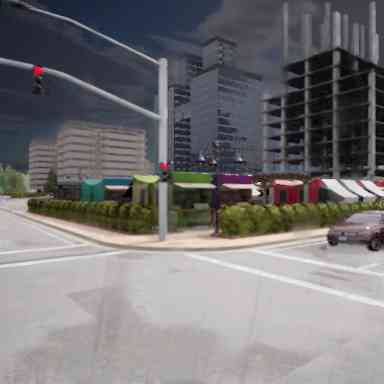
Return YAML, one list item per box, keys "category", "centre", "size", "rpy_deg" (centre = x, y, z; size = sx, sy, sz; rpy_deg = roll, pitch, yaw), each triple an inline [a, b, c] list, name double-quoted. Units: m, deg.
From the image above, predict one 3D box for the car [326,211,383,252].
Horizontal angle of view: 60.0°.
- category: "car"
  centre: [7.680, 1.542, 14.211]
  size: [4.674, 1.442, 1.812]
  rpy_deg: [0, 0, -37]

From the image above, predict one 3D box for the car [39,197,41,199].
- category: "car"
  centre: [-29.068, 1.194, 68.858]
  size: [4.605, 1.855, 1.932]
  rpy_deg: [0, 0, -37]

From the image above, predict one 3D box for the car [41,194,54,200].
- category: "car"
  centre: [-27.355, 1.196, 66.524]
  size: [3.866, 1.878, 1.905]
  rpy_deg: [0, 0, -37]
